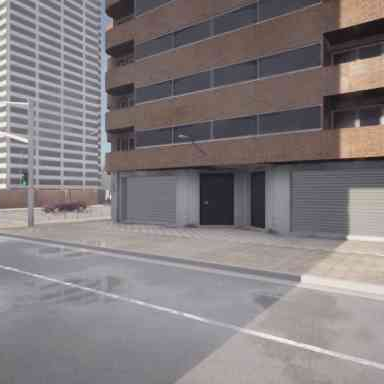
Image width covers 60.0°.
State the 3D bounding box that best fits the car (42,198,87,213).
[{"bbox_3d":[-14.101,1.478,36.878,1.882,1.535,5.008,0,0,35],"label":"car"}]
